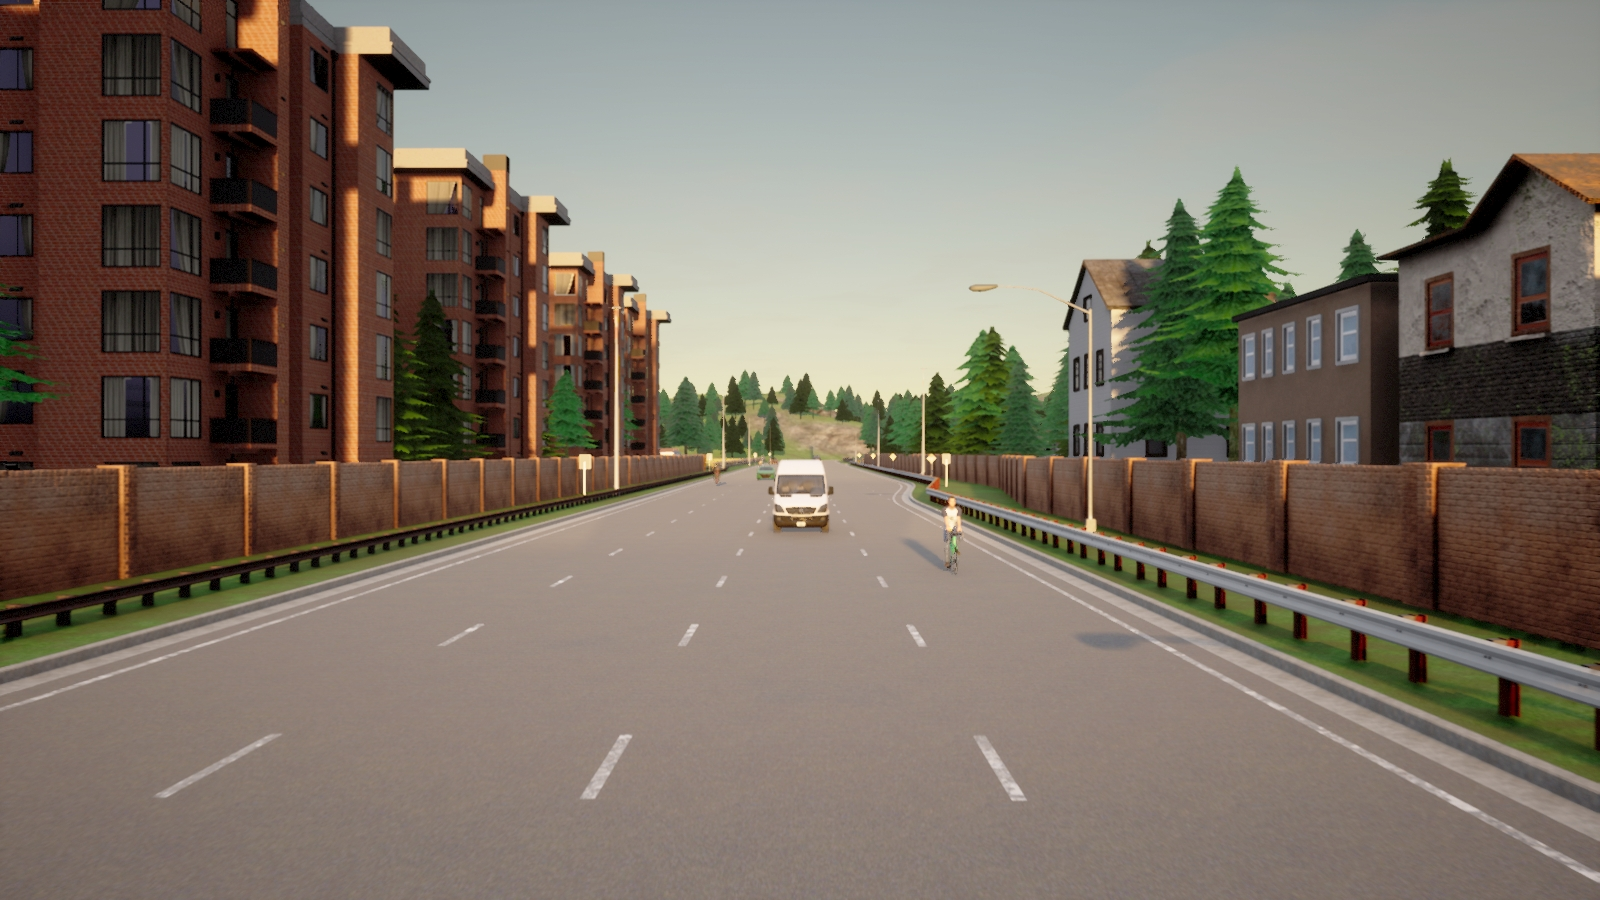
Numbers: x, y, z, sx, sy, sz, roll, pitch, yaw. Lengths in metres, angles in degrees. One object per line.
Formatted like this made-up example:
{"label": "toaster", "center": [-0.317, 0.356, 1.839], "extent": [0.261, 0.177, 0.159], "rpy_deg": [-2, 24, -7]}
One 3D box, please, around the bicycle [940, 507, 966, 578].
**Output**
{"label": "bicycle", "center": [3.544, 2.125, 26.531], "extent": [0.373, 1.496, 1.643], "rpy_deg": [0, 0, 0]}

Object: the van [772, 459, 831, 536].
{"label": "van", "center": [0.040, 1.639, 41.642], "extent": [1.988, 2.561, 5.915], "rpy_deg": [0, 0, 0]}
